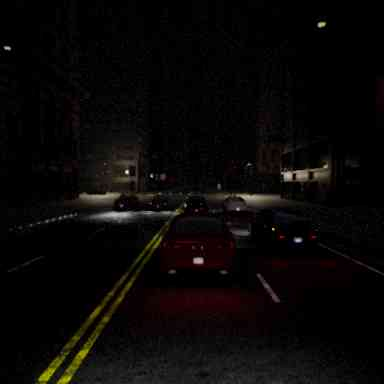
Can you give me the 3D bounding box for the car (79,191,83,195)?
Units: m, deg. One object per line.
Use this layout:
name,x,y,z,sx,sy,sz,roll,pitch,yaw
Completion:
car,-27.420,0.001,76.826,4.829,1.417,1.752,1,1,0

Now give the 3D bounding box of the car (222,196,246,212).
car,3.630,1.083,28.309,1.812,1.442,4.674,0,1,1

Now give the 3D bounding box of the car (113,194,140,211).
car,-6.266,0.950,32.147,2.128,1.511,4.902,0,1,1

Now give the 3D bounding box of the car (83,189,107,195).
car,-21.966,0.086,76.801,4.507,1.381,1.887,1,1,0

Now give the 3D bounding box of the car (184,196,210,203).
car,0.368,1.064,27.395,1.837,1.490,4.892,0,1,1

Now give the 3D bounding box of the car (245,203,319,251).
car,3.467,1.327,13.064,1.812,1.442,4.674,0,1,1

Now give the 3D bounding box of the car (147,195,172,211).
car,-3.018,1.000,31.899,1.812,1.442,4.674,0,1,1

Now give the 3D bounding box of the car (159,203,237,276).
car,0.172,1.319,9.819,1.882,1.535,5.008,0,1,1
